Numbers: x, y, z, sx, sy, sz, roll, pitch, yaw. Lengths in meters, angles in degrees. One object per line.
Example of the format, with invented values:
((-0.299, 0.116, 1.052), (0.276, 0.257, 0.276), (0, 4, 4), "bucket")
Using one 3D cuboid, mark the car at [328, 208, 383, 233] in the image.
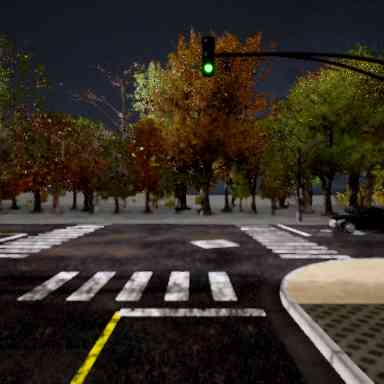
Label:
((10.702, 1.687, 20.114), (4.674, 1.442, 1.812), (0, 0, 0), "car")
